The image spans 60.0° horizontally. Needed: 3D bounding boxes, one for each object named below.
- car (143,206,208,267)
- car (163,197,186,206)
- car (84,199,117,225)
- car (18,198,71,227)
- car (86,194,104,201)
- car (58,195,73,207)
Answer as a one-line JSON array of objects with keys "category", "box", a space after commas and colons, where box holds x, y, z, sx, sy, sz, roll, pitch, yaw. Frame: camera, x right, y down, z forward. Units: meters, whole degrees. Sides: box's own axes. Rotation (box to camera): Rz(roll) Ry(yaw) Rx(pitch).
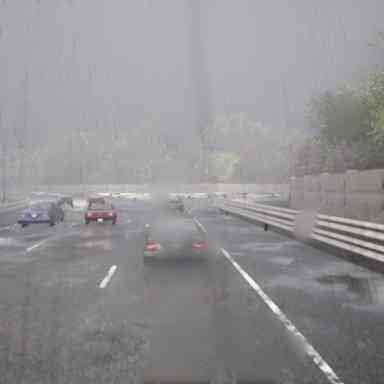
[{"category": "car", "box": [-0.578, 1.432, 11.031, 2.033, 1.411, 5.357, 0, 1, -4]}, {"category": "car", "box": [-1.656, 1.168, 31.227, 2.128, 1.511, 4.902, 0, 1, 0]}, {"category": "car", "box": [-6.018, 1.380, 22.296, 1.895, 1.301, 4.718, 0, 1, -12]}, {"category": "car", "box": [-9.263, 1.348, 20.889, 2.033, 1.411, 5.357, 0, 1, -12]}, {"category": "car", "box": [-12.279, 1.064, 42.031, 1.882, 1.535, 5.008, 0, 1, -22]}, {"category": "car", "box": [-16.140, 1.099, 42.105, 1.837, 1.490, 4.892, 0, 0, -24]}]
